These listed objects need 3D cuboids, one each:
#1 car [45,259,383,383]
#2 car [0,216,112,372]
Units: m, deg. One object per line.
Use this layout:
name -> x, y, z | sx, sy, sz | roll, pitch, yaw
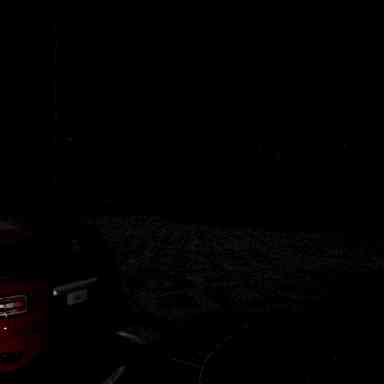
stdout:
car -> 1.135, 1.440, 2.152 | 4.097, 1.590, 1.967 | 0, 0, 36
car -> -3.292, 1.317, 5.310 | 5.009, 1.841, 2.192 | 0, 0, 36
